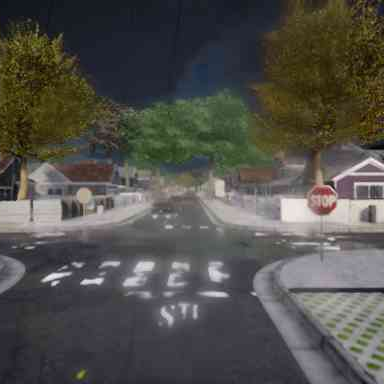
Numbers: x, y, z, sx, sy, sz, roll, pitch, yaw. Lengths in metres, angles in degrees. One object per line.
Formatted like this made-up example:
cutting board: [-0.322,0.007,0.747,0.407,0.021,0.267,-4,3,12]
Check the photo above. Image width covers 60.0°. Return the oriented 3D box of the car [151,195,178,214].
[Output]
car: [-2.749,1.319,32.068,2.033,1.411,5.357,0,0,0]

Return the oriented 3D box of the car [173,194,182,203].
car: [-2.746,1.112,57.392,1.994,1.385,4.181,0,0,0]
